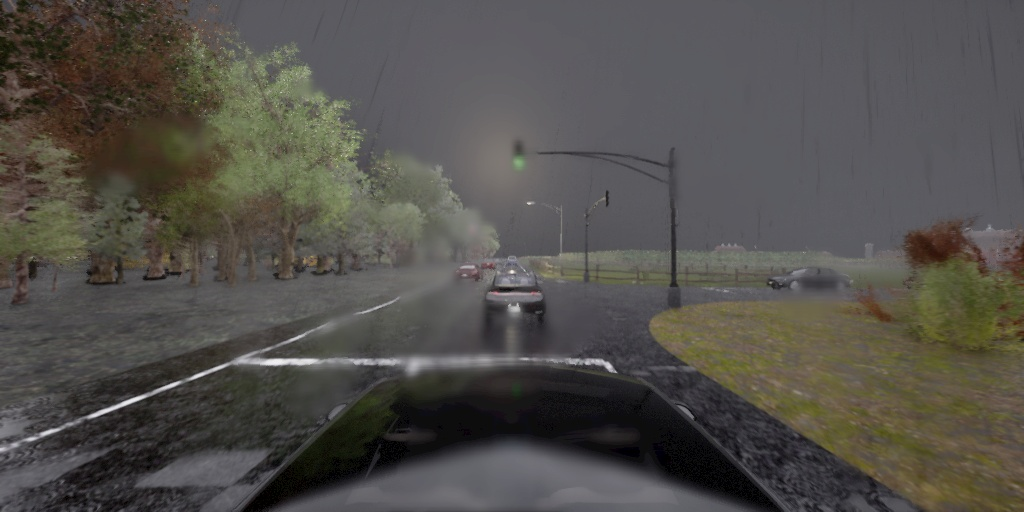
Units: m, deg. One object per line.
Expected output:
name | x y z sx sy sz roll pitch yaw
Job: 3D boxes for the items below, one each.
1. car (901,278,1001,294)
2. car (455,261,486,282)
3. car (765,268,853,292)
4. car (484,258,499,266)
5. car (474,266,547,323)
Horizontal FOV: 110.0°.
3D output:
car | 28.712 1.736 23.480 4.718 1.301 1.895 1 -1 0
car | -3.394 1.301 28.832 1.812 1.442 4.674 0 0 0
car | 19.390 1.538 23.528 4.892 1.490 1.837 1 -1 0
car | -3.390 1.145 53.308 2.097 1.767 4.553 0 0 0
car | 0.102 1.254 12.189 2.128 1.511 4.902 0 0 0
